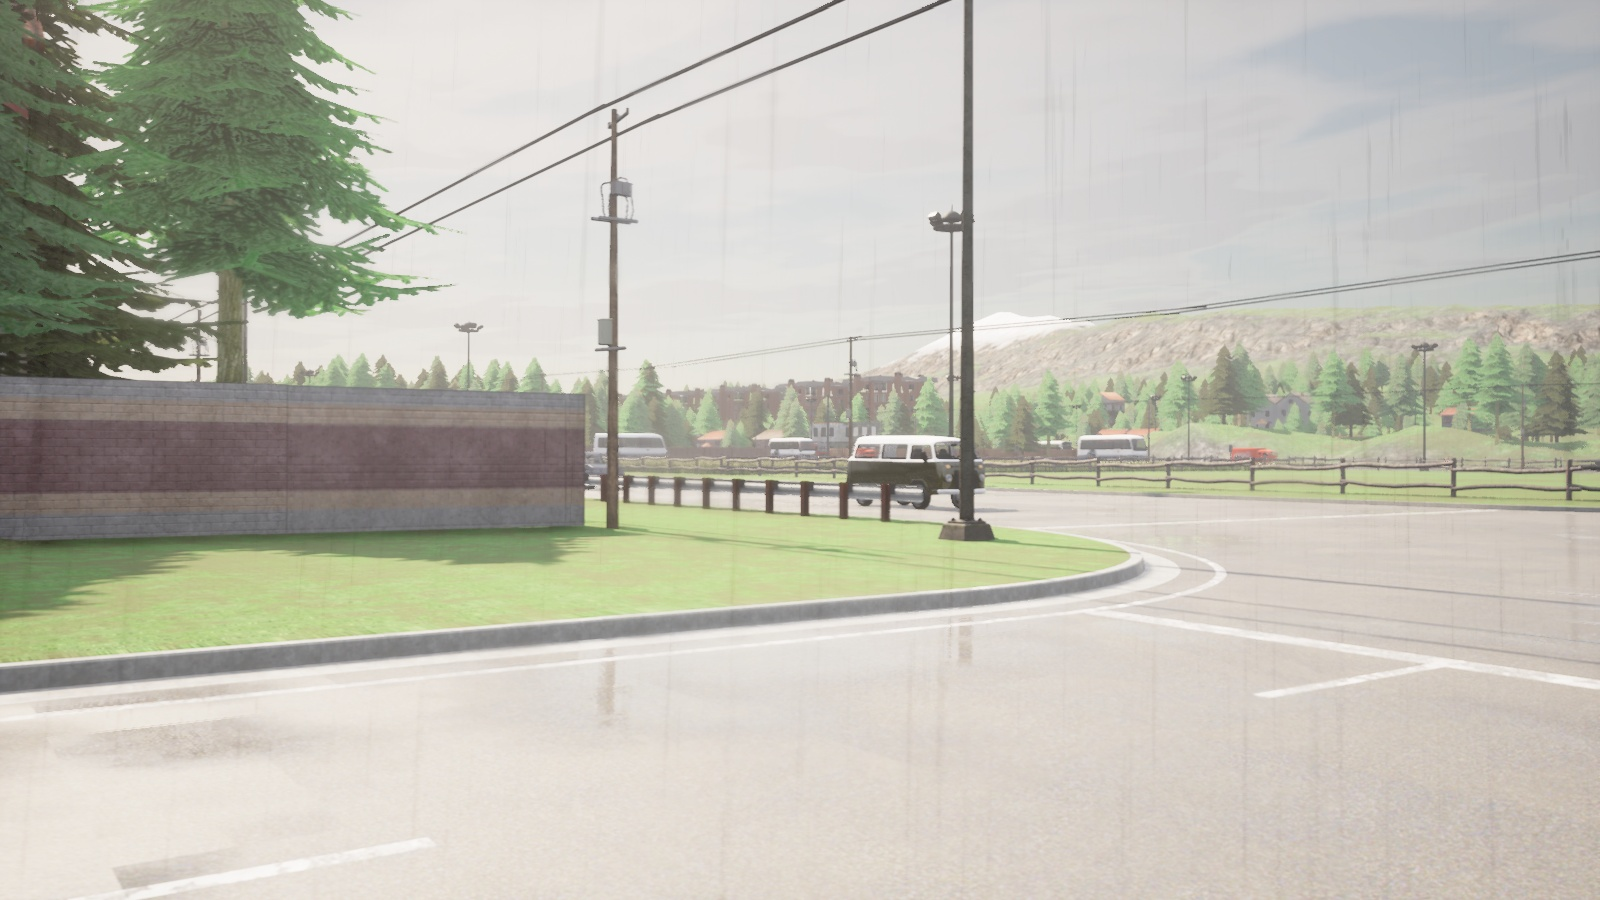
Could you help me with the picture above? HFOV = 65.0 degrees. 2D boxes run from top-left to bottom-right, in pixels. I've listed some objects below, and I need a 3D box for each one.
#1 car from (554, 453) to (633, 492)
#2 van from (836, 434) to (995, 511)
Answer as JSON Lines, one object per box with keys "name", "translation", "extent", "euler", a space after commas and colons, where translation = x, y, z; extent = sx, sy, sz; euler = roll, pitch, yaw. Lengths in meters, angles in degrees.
{"name": "car", "translation": [-8.619, 0.916, 52.235], "extent": [1.789, 1.549, 3.705], "euler": [0, 0, -35]}
{"name": "van", "translation": [3.194, 0.595, 35.521], "extent": [2.069, 2.038, 4.480], "euler": [0, 0, -35]}
